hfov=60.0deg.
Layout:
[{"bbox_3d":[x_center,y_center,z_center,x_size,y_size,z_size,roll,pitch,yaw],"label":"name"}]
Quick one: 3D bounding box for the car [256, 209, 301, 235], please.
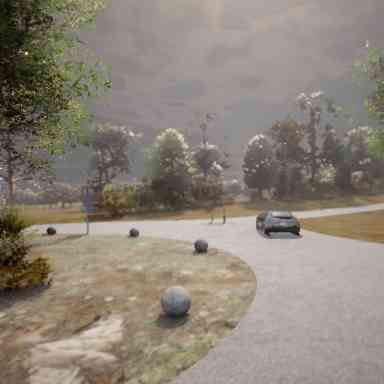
[{"bbox_3d":[4.997,1.686,19.679,1.994,1.385,4.181,-1,-1,3],"label":"car"}]
